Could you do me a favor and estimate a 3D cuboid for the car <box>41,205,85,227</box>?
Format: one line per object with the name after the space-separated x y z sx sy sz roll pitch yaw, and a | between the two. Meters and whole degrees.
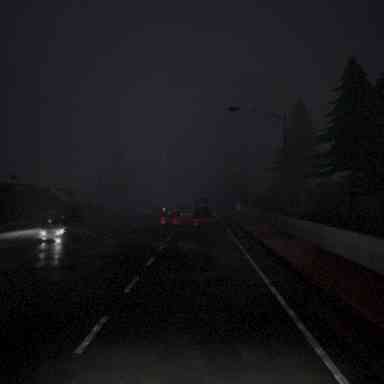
-9.836 1.807 25.658 2.128 1.511 4.902 0 -1 2 | car

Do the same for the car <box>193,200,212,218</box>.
1.141 1.927 35.228 1.882 1.535 5.008 0 -1 2 | car

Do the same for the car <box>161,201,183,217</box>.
-2.309 2.002 37.694 1.812 1.442 4.674 0 -1 2 | car

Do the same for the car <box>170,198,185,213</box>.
-2.003 2.073 47.037 1.882 1.535 5.008 0 -1 2 | car

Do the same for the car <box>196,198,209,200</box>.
1.444 1.798 45.216 2.150 2.045 5.566 0 -1 2 | car
